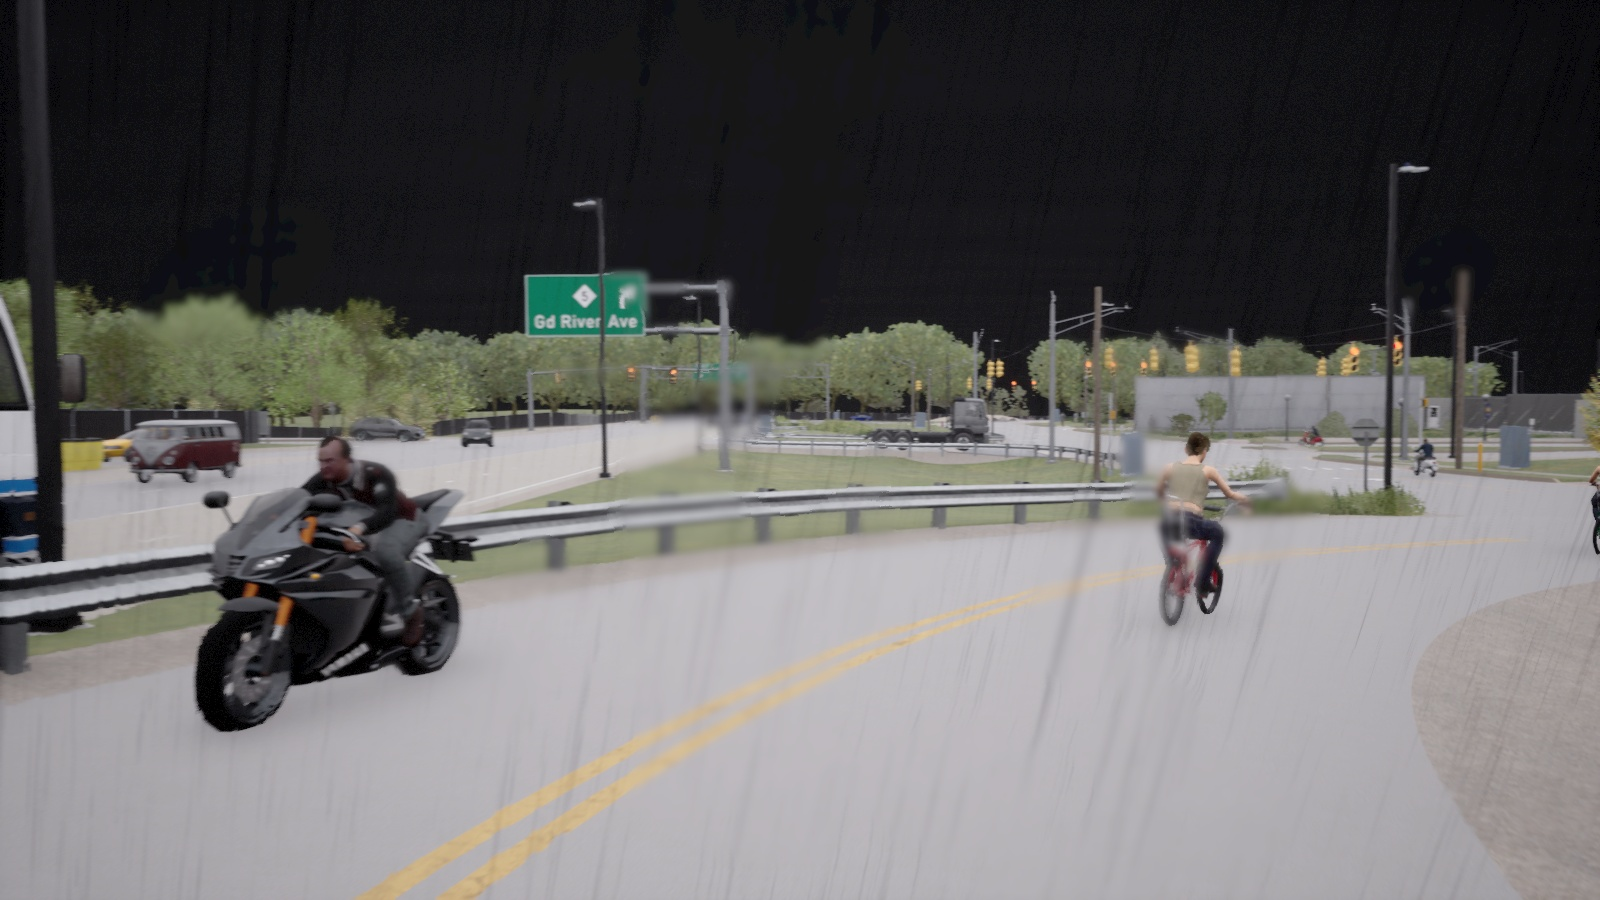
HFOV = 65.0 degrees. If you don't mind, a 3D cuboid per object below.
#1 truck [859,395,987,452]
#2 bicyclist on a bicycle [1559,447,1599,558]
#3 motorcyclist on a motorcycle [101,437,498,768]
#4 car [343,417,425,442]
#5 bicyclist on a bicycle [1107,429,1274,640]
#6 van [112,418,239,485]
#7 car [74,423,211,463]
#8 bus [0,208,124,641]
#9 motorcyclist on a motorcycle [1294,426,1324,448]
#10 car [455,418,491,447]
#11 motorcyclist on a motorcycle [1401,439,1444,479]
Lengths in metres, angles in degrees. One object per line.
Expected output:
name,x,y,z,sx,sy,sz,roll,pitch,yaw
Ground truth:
truck,7.782,-1.728,80.361,7.936,3.462,2.891,1,2,2
bicyclist on a bicycle,12.423,0.792,19.172,1.509,1.612,0.866,1,2,-38
motorcyclist on a motorcycle,-2.657,0.699,7.027,0.866,1.530,2.191,1,1,17
car,-27.930,-1.391,84.390,4.856,1.649,2.033,0,2,3
bicyclist on a bicycle,3.337,0.660,10.648,0.866,1.612,1.509,3,2,35
van,-19.869,-0.018,40.186,1.775,1.987,4.442,0,2,1
car,-28.107,-0.363,53.884,1.801,1.575,5.366,1,2,20
bus,-9.874,-0.141,9.335,3.944,4.253,10.273,0,2,1
motorcyclist on a motorcycle,37.201,-0.967,91.841,1.817,1.590,0.866,0,2,-4
car,-19.405,-1.074,74.684,1.851,1.617,3.988,-1,2,-11
motorcyclist on a motorcycle,25.675,0.340,51.855,0.866,1.590,1.817,0,2,0
